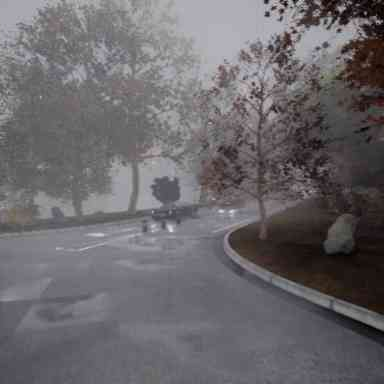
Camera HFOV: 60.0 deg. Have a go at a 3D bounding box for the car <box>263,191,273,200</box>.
[{"bbox_3d":[13.298,0.596,57.527,1.882,1.535,5.008,-1,0,24],"label":"car"}]

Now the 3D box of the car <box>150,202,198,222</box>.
[{"bbox_3d":[-1.263,1.456,25.350,1.895,1.301,4.718,-1,1,25],"label":"car"}]

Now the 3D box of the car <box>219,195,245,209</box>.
[{"bbox_3d":[4.688,1.097,38.556,2.033,1.411,5.357,-1,1,24],"label":"car"}]

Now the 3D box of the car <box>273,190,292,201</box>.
[{"bbox_3d":[14.727,0.347,52.168,2.150,2.045,5.566,-1,1,24],"label":"car"}]
